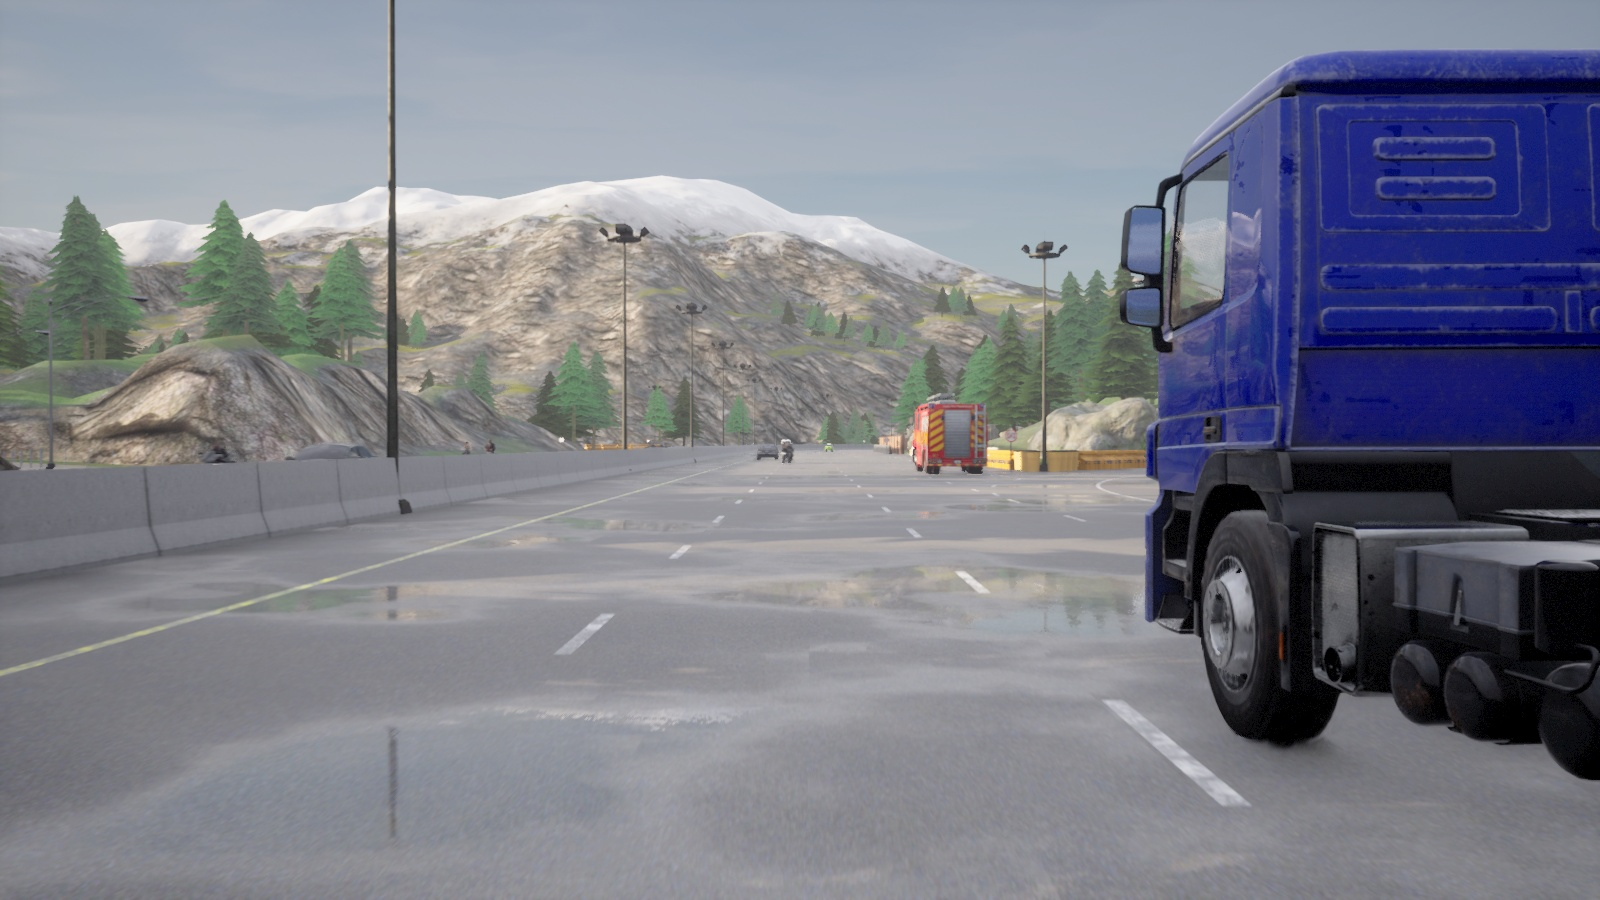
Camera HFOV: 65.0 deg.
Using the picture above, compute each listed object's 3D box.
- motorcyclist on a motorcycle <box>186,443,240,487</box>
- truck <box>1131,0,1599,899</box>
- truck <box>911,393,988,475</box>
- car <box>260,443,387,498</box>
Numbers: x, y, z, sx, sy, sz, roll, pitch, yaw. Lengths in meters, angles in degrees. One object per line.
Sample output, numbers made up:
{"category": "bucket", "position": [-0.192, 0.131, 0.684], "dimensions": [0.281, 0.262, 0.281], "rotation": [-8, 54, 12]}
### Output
{"category": "motorcyclist on a motorcycle", "position": [-20.732, 0.514, 44.393], "dimensions": [0.866, 1.530, 2.191], "rotation": [0, 0, 0]}
{"category": "truck", "position": [3.539, -0.255, 4.031], "dimensions": [2.891, 3.462, 7.936], "rotation": [0, 0, 0]}
{"category": "truck", "position": [7.375, -0.768, 63.107], "dimensions": [2.891, 3.827, 8.468], "rotation": [0, 0, 0]}
{"category": "car", "position": [-13.777, 0.533, 36.632], "dimensions": [1.837, 1.490, 4.892], "rotation": [0, 0, 0]}
